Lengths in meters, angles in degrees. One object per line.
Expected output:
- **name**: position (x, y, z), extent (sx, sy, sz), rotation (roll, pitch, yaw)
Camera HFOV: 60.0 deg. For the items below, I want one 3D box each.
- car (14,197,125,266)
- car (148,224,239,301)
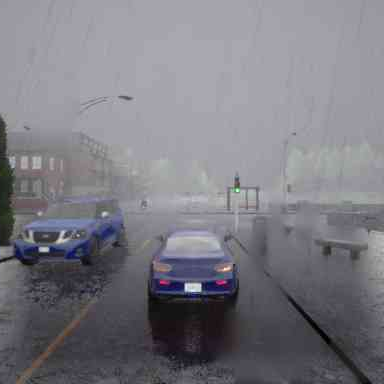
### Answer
- **car**: position (-3.952, 1.221, 11.873), extent (2.150, 2.045, 5.566), rotation (0, 0, 2)
- **car**: position (0.040, 1.526, 8.199), extent (1.812, 1.442, 4.674), rotation (0, 0, 1)
